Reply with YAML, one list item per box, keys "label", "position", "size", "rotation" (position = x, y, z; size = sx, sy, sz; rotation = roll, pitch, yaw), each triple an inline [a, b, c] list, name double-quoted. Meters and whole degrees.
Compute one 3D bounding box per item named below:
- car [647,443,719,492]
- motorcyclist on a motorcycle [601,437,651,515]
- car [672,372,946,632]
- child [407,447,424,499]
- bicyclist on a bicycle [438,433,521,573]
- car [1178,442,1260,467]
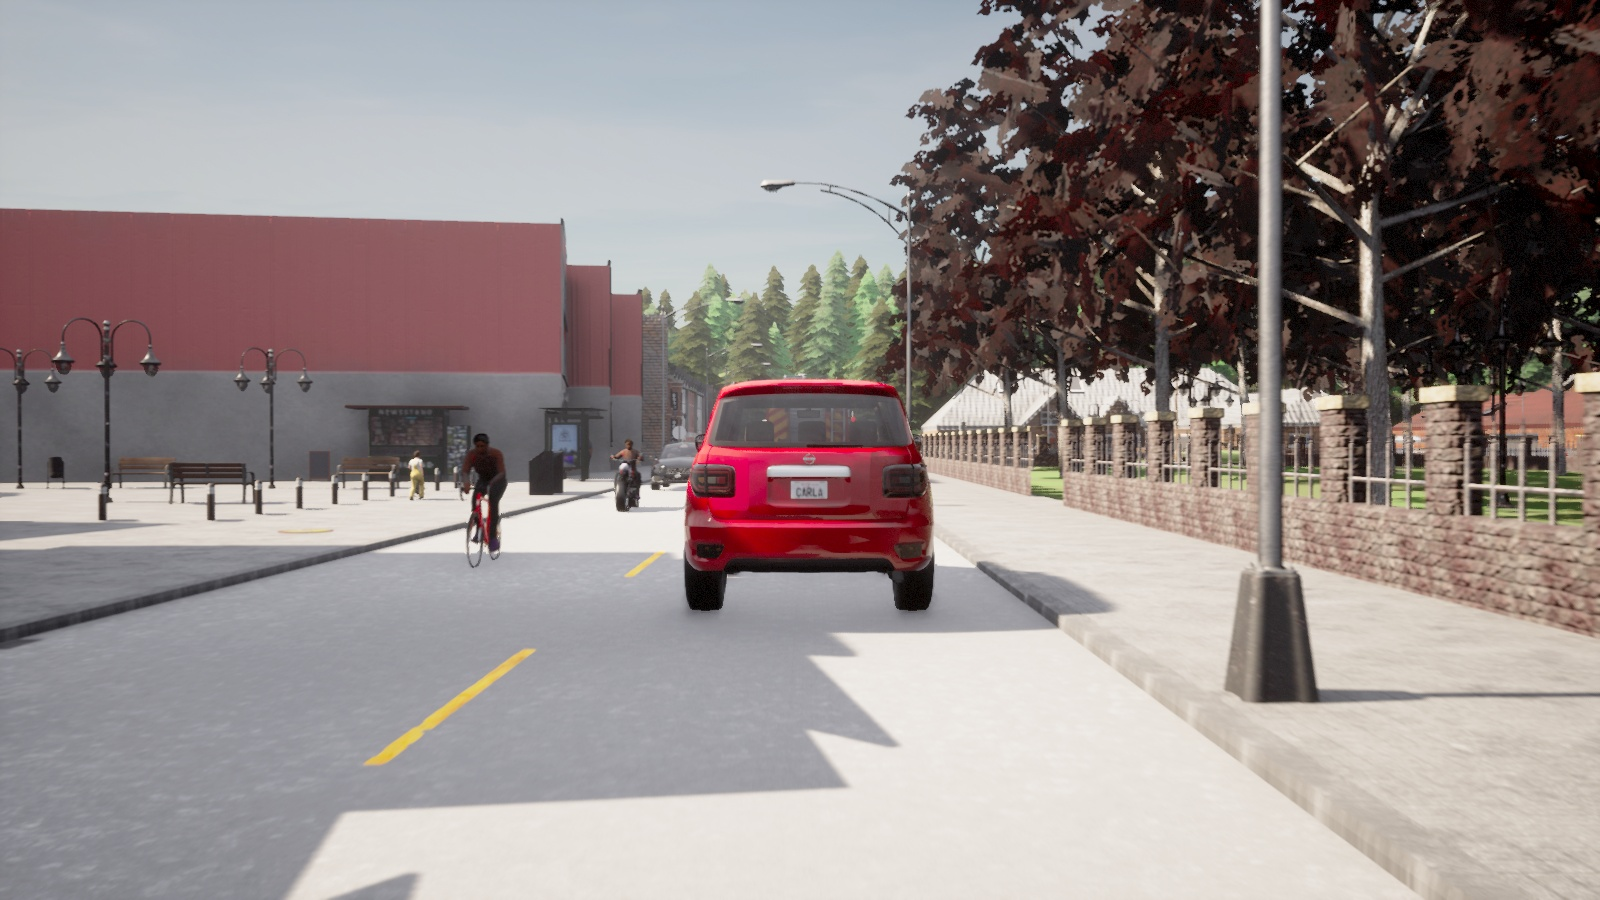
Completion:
- label: "car"
  position: [-3.726, 0.519, 40.667]
  size: [1.837, 1.490, 4.892]
  rotation: [0, 0, 0]
- label: "motorcyclist on a motorcycle"
  position: [-3.817, 0.538, 27.699]
  size: [0.766, 1.649, 2.350]
  rotation: [0, 0, 0]
- label: "car"
  position: [0.087, 0.394, 12.656]
  size: [2.150, 2.045, 5.566]
  rotation: [0, 0, 0]
- label: "child"
  position: [-9.342, 0.556, 30.539]
  size: [0.270, 1.263, 0.437]
  rotation: [0, 0, 3]
- label: "bicyclist on a bicycle"
  position: [-3.897, 0.609, 15.368]
  size: [0.582, 1.620, 1.656]
  rotation: [0, 1, 0]
- label: "car"
  position: [26.381, 0.268, 79.159]
  size: [4.514, 1.525, 2.007]
  rotation: [0, 0, -1]
